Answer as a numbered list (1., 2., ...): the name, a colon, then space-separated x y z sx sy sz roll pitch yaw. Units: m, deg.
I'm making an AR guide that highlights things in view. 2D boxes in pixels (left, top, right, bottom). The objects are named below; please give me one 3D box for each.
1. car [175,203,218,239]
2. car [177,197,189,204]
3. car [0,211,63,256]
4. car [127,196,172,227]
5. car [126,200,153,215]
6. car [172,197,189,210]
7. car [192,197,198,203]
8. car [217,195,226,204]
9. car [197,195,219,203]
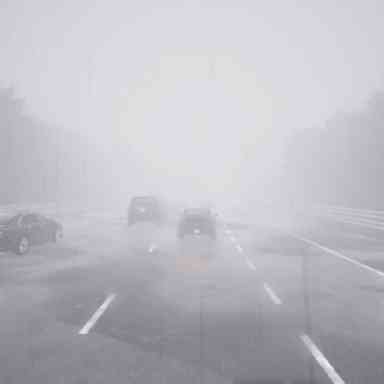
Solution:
1. car: 0.317 1.559 17.664 1.837 1.490 4.892 0 0 2
2. car: -1.800 1.757 70.889 1.812 1.442 4.674 0 0 8
3. car: -6.816 1.514 13.155 1.837 1.490 4.892 0 0 2
4. car: -2.960 1.276 23.458 2.150 2.045 5.566 0 0 3
5. car: -5.653 1.645 36.098 1.994 1.385 4.181 0 0 4
6. car: -1.510 1.726 44.331 1.895 1.301 4.718 0 0 5
7. car: 1.190 1.775 67.157 2.033 1.411 5.357 0 0 8
8. car: 5.811 1.838 74.342 1.994 1.385 4.181 0 0 9
9. car: 2.364 1.644 47.576 2.128 1.511 4.902 0 0 6
